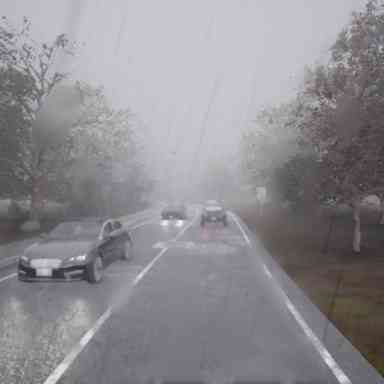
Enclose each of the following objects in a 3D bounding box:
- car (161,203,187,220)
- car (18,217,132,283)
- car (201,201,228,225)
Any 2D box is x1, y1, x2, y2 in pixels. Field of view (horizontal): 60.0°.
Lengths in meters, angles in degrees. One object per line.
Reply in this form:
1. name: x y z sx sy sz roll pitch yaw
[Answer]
1. car: -1.488 1.670 30.046 2.033 1.411 5.357 0 0 5
2. car: -3.132 1.529 9.859 2.128 1.511 4.902 0 0 4
3. car: 1.629 1.616 24.492 1.812 1.442 4.674 0 0 5
